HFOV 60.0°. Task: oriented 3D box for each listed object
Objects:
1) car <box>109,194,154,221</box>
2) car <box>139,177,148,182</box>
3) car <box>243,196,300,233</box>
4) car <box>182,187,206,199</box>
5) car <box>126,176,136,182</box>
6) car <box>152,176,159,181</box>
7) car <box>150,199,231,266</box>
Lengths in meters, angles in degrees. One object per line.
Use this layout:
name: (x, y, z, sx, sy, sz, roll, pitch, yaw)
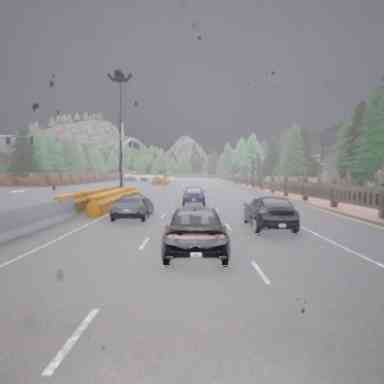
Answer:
car: (-3.379, 0.802, 19.218, 1.994, 1.385, 4.181, 0, 3, 0)
car: (-13.569, -3.507, 93.027, 1.895, 1.301, 4.718, 0, 3, 0)
car: (3.609, 0.954, 15.659, 1.837, 1.490, 4.892, 0, 3, 0)
car: (0.160, 0.277, 27.510, 1.812, 1.442, 4.674, 0, 3, 0)
car: (-17.068, -3.751, 93.093, 2.097, 1.767, 4.553, 0, 3, 0)
car: (-10.069, -3.602, 93.032, 1.837, 1.490, 4.892, 0, 3, 0)
car: (0.103, 1.216, 10.529, 2.128, 1.511, 4.902, 0, 3, 0)
